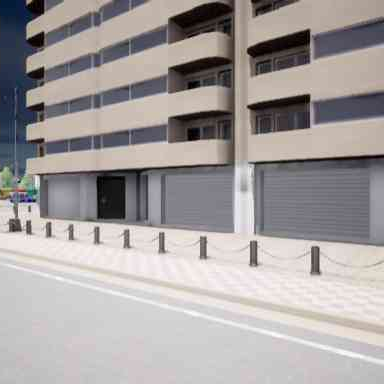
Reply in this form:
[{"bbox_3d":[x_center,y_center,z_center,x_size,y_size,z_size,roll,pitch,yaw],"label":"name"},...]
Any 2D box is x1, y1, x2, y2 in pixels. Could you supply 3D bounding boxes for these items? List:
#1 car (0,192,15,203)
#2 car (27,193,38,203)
[{"bbox_3d":[-46.355,1.181,80.825,1.932,1.855,4.605,0,0,35],"label":"car"},{"bbox_3d":[-32.493,1.420,71.162,1.970,1.475,3.806,0,0,35],"label":"car"}]
